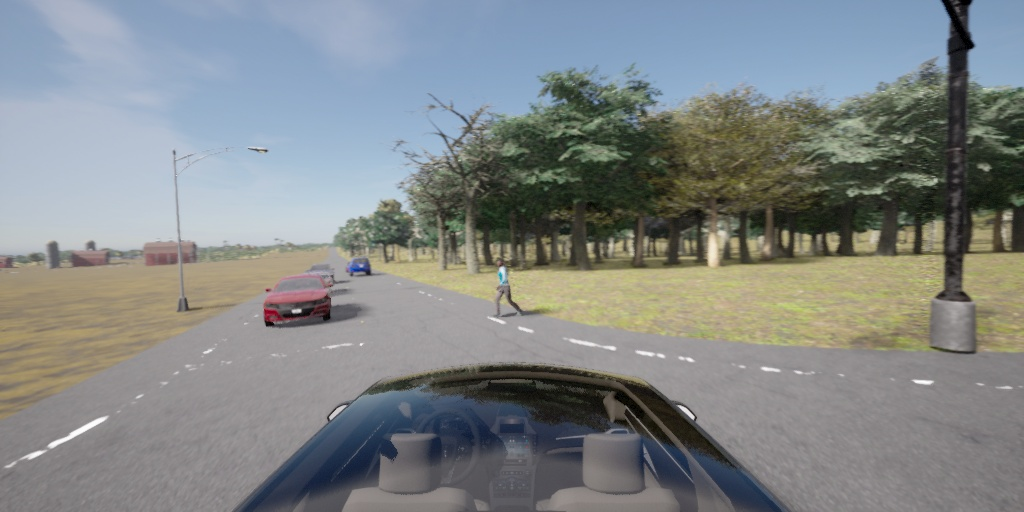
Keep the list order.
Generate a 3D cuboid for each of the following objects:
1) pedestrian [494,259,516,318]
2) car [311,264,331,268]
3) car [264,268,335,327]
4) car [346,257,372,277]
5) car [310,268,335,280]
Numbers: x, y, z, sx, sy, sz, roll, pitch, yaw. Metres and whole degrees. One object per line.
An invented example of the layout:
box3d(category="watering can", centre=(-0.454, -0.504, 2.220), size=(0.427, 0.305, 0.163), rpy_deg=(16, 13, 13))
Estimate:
box3d(category="pedestrian", centre=(-0.252, 0.937, 10.836), size=(0.375, 1.860, 0.375), rpy_deg=(-5, 4, -26))
box3d(category="car", centre=(-16.440, 1.467, 30.835), size=(2.097, 1.767, 4.553), rpy_deg=(-3, 1, -25))
box3d(category="car", centre=(-7.715, 1.441, 13.209), size=(1.882, 1.535, 5.008), rpy_deg=(-3, 1, -27))
box3d(category="car", centre=(-17.472, 1.212, 41.147), size=(2.150, 2.045, 5.566), rpy_deg=(-3, 1, -26))
box3d(category="car", centre=(-11.877, 1.645, 21.610), size=(1.895, 1.301, 4.718), rpy_deg=(-3, 1, -26))
